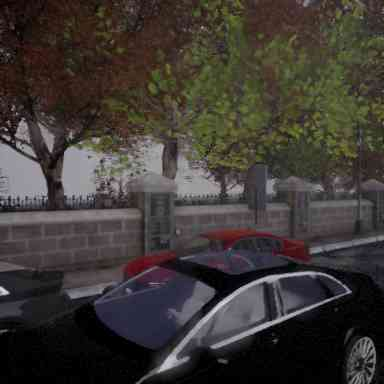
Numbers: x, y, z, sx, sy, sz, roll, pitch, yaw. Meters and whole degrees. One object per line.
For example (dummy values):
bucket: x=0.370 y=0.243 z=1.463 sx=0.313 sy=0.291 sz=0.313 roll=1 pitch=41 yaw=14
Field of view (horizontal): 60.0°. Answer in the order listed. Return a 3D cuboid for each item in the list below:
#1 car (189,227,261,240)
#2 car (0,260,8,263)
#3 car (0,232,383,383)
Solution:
car: x=0.708 y=1.513 z=7.222 sx=4.507 sy=1.381 sz=1.887 roll=0 pitch=1 yaw=-36
car: x=-3.771 y=1.557 z=3.962 sx=4.403 sy=1.369 sz=2.008 roll=0 pitch=1 yaw=-36
car: x=0.170 y=1.477 z=3.499 sx=4.902 sy=1.511 sz=2.128 roll=0 pitch=0 yaw=-36
